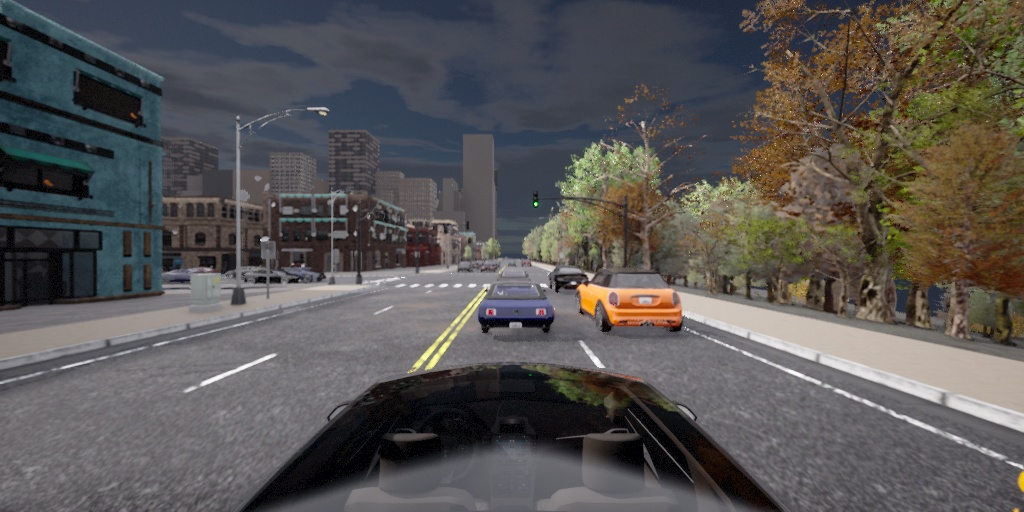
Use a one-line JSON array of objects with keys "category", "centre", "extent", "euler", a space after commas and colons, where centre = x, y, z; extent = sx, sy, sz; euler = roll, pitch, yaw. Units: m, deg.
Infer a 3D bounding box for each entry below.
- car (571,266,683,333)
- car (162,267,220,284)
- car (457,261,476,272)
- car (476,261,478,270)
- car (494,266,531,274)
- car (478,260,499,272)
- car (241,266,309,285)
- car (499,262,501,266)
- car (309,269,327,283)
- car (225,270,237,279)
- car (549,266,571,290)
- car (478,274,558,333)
[{"category": "car", "centre": [3.349, 1.154, 11.121], "extent": [2.097, 1.767, 4.553], "euler": [0, 0, 0]}, {"category": "car", "centre": [-29.367, 1.816, 32.749], "extent": [4.181, 1.385, 1.994], "euler": [-1, 0, -1]}, {"category": "car", "centre": [-6.583, 1.519, 50.661], "extent": [1.837, 1.490, 4.892], "euler": [0, 0, 0]}, {"category": "car", "centre": [-6.568, 1.630, 60.633], "extent": [1.994, 1.385, 4.181], "euler": [0, 0, 0]}, {"category": "car", "centre": [0.104, 1.459, 21.468], "extent": [1.895, 1.301, 4.718], "euler": [0, 0, 0]}, {"category": "car", "centre": [-3.331, 1.578, 50.751], "extent": [1.994, 1.385, 4.181], "euler": [0, 0, 0]}, {"category": "car", "centre": [-19.943, 1.722, 30.031], "extent": [4.313, 1.339, 1.948], "euler": [0, 0, 0]}, {"category": "car", "centre": [-3.319, 1.610, 60.019], "extent": [2.033, 1.411, 5.357], "euler": [0, 0, 0]}, {"category": "car", "centre": [-19.322, 1.701, 32.742], "extent": [4.181, 1.385, 1.994], "euler": [-1, 0, 0]}, {"category": "car", "centre": [-28.274, 1.765, 38.545], "extent": [4.403, 1.370, 2.007], "euler": [0, 0, 0]}, {"category": "car", "centre": [3.359, 1.339, 22.040], "extent": [1.882, 1.535, 5.008], "euler": [0, 0, 0]}, {"category": "car", "centre": [0.102, 1.401, 10.908], "extent": [1.895, 1.301, 4.718], "euler": [0, 0, 0]}]
